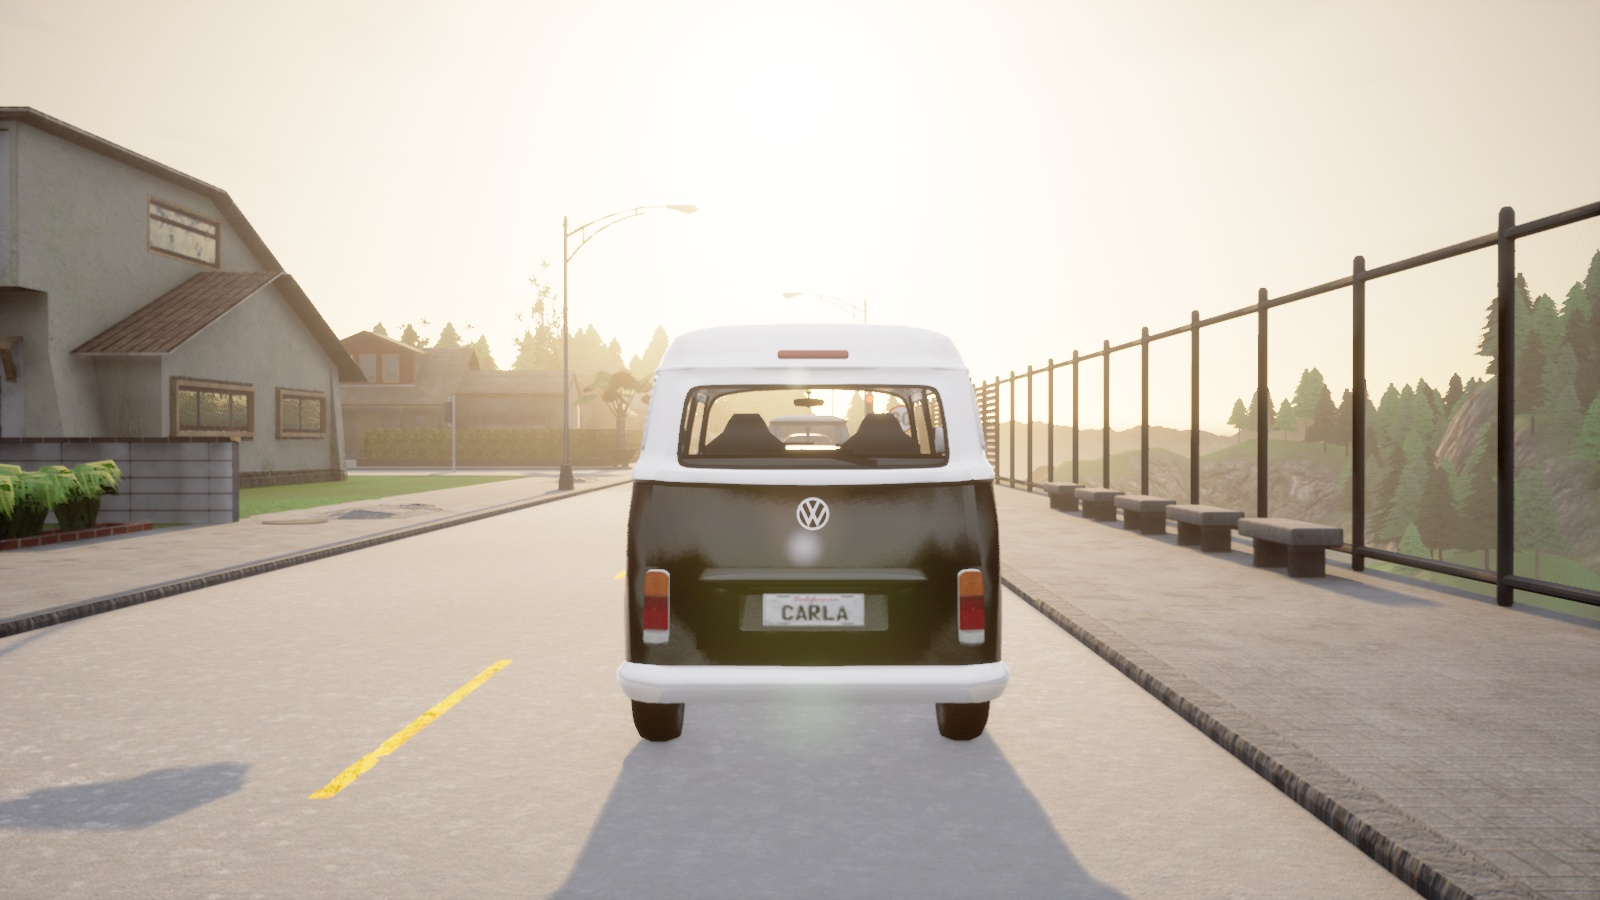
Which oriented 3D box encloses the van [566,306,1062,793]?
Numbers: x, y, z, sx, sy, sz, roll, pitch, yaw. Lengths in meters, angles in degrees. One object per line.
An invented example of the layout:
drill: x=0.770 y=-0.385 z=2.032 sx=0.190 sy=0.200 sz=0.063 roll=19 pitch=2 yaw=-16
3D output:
van: x=0.062 y=0.398 z=7.493 sx=2.069 sy=2.038 sz=4.480 roll=0 pitch=1 yaw=0
